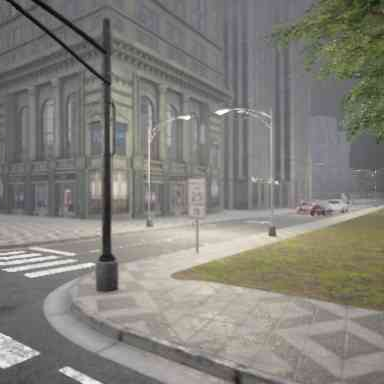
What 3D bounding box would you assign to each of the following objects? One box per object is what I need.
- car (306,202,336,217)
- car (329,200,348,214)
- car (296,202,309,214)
[{"bbox_3d":[16.472,2.352,42.268,1.837,1.490,4.892,0,-1,36],"label":"car"},{"bbox_3d":[22.249,2.187,50.852,2.150,2.045,5.566,0,-1,34],"label":"car"},{"bbox_3d":[16.500,2.263,47.718,2.097,1.767,4.553,0,-1,34],"label":"car"}]
